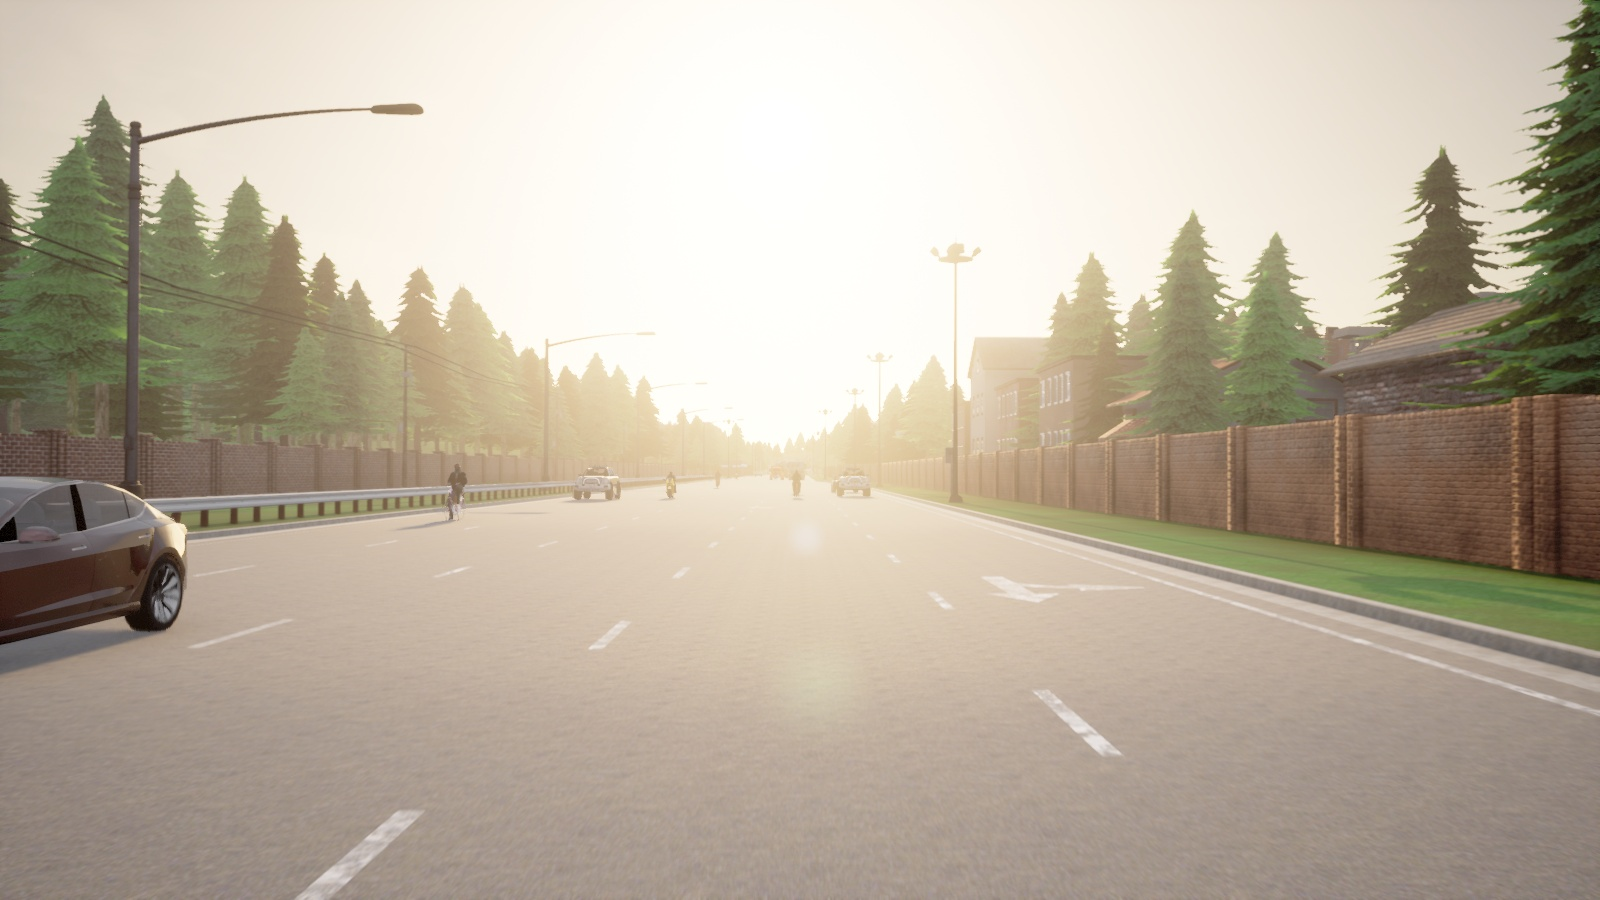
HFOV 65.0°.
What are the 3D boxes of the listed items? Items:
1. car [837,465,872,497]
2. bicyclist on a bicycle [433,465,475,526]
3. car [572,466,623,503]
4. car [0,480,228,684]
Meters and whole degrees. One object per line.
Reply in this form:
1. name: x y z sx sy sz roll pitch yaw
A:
1. car: 3.308 1.915 77.162 1.932 1.855 4.605 0 -2 0
2. bicyclist on a bicycle: -10.478 1.366 38.107 0.659 1.776 1.843 0 -1 3
3. car: -10.665 1.787 66.379 1.932 1.855 4.605 0 -1 0
4. car: -7.027 1.021 10.662 2.163 1.488 4.792 0 -1 0
